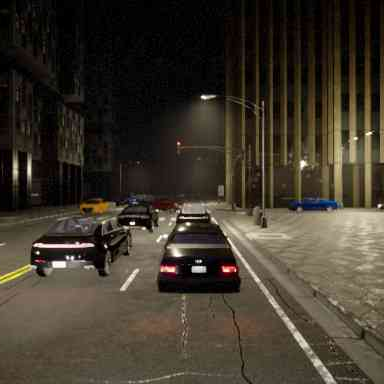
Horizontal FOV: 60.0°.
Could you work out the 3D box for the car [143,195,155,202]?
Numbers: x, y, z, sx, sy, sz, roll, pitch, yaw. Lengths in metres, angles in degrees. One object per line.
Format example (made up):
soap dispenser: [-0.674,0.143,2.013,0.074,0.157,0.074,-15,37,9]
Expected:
car: [-9.384,1.348,72.790,2.033,1.411,5.357,0,0,0]

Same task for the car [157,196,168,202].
car: [-6.155,1.421,69.010,1.895,1.301,4.718,0,0,0]

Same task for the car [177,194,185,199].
car: [-2.808,1.177,87.564,1.895,1.301,4.718,0,0,0]

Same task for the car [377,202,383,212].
car: [22.176,1.339,35.018,4.902,1.511,2.128,0,0,0]

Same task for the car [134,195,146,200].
car: [-6.363,1.475,46.613,1.994,1.385,4.181,0,0,0]

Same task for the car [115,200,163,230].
car: [-3.054,1.458,19.601,1.882,1.535,5.008,0,0,0]

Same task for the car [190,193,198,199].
car: [0.442,1.107,87.517,2.128,1.511,4.902,0,0,0]

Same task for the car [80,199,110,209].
car: [-9.683,1.429,33.328,1.882,1.535,5.008,0,0,0]

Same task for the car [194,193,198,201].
car: [0.389,1.283,77.095,1.837,1.490,4.892,0,0,0]

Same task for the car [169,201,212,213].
car: [0.092,1.473,18.695,2.128,1.511,4.902,0,0,0]

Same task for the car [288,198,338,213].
car: [12.710,1.365,35.047,5.008,1.535,1.882,0,0,1]

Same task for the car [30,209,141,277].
car: [-3.101,1.486,10.225,2.128,1.511,4.902,0,0,0]

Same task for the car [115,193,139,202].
car: [-9.602,1.124,48.608,2.150,2.045,5.566,0,0,0]

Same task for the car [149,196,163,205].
car: [-6.289,1.468,58.179,1.895,1.301,4.718,0,0,1]

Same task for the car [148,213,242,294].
car: [0.143,1.543,8.951,2.033,1.411,5.357,0,0,0]

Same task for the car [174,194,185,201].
car: [-2.861,1.308,77.112,2.128,1.511,4.902,0,0,0]

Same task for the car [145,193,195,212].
car: [-2.316,1.300,34.575,4.553,1.767,2.097,0,0,44]
